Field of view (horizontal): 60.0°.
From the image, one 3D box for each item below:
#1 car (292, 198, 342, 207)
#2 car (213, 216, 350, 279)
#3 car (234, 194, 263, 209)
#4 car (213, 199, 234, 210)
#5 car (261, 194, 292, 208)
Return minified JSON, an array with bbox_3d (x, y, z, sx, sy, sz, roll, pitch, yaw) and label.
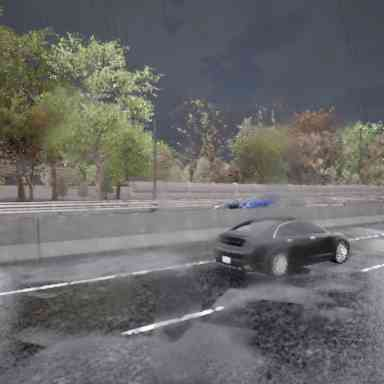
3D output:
[{"bbox_3d":[11.311,1.352,29.246,4.553,1.767,2.097,0,0,-35],"label":"car"},{"bbox_3d":[2.876,1.505,10.103,4.892,1.490,1.837,-1,0,-35],"label":"car"},{"bbox_3d":[7.472,1.222,35.106,5.566,2.045,2.150,0,0,-35],"label":"car"},{"bbox_3d":[4.504,1.491,36.924,4.902,1.511,2.128,0,0,-37],"label":"car"},{"bbox_3d":[9.252,1.352,32.076,4.553,1.767,2.097,0,0,-35],"label":"car"}]
